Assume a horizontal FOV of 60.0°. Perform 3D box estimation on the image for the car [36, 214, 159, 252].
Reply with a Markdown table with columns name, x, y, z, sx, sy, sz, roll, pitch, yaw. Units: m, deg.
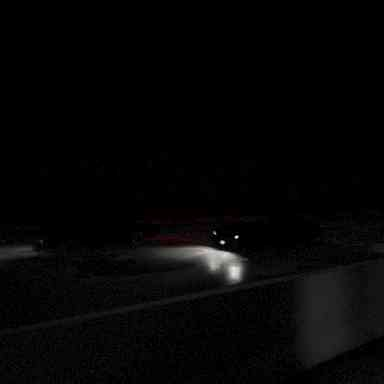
| name | x | y | z | sx | sy | sz | roll | pitch | yaw |
| --- | --- | --- | --- | --- | --- | --- | --- | --- | --- |
| car | -3.885 | 1.600 | 13.925 | 4.718 | 1.301 | 1.895 | 1 | 0 | -34 |

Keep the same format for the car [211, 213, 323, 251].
| name | x | y | z | sx | sy | sz | roll | pitch | yaw |
| --- | --- | --- | --- | --- | --- | --- | --- | --- | --- |
| car | 3.439 | 1.617 | 14.528 | 5.357 | 1.411 | 2.033 | 1 | 0 | -33 |
